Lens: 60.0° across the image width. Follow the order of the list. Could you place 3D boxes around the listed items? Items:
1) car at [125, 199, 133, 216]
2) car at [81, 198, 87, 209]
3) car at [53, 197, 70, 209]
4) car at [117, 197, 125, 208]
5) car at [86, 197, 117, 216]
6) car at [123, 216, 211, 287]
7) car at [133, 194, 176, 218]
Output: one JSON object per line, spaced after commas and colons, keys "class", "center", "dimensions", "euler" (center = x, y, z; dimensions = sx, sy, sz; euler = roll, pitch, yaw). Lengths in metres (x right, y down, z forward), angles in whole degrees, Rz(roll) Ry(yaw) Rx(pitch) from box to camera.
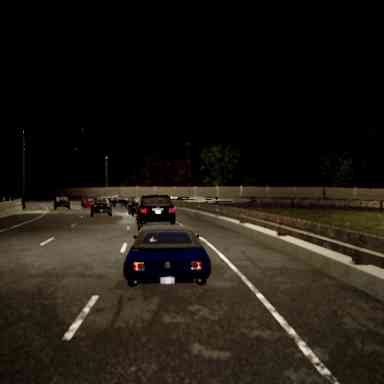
{"class": "car", "center": [-4.843, 1.475, 31.017], "dimensions": [1.994, 1.385, 4.181], "euler": [0, 0, -16]}
{"class": "car", "center": [-13.633, 1.443, 44.374], "dimensions": [1.994, 1.385, 4.181], "euler": [0, 0, -24]}
{"class": "car", "center": [-17.024, 1.376, 43.397], "dimensions": [2.128, 1.511, 4.902], "euler": [0, 0, -24]}
{"class": "car", "center": [-10.090, 1.364, 45.041], "dimensions": [2.128, 1.511, 4.902], "euler": [0, 0, -25]}
{"class": "car", "center": [-8.546, 1.401, 31.239], "dimensions": [2.128, 1.511, 4.902], "euler": [0, 0, -16]}
{"class": "car", "center": [-0.700, 1.573, 9.227], "dimensions": [1.895, 1.301, 4.718], "euler": [0, 0, -5]}
{"class": "car", "center": [-2.344, 1.162, 20.644], "dimensions": [2.150, 2.045, 5.566], "euler": [0, 0, -11]}
